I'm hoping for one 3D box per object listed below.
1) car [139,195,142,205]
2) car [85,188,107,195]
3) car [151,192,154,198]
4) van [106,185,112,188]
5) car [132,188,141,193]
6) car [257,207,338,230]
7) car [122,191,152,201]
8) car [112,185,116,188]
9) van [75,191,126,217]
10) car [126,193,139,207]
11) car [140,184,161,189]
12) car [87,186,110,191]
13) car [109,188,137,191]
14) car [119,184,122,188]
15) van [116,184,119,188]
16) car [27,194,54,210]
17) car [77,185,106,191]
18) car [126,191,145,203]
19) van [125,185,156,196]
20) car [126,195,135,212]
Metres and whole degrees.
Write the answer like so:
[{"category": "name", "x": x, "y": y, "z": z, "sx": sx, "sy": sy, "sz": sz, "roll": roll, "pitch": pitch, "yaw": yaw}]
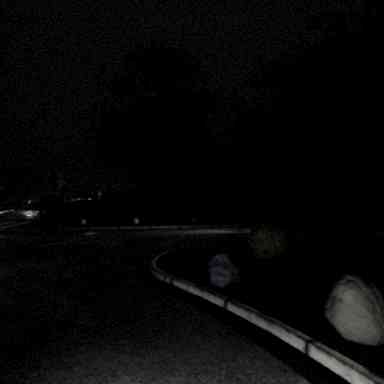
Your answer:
[{"category": "car", "x": -8.548, "y": 1.169, "z": 38.020, "sx": 4.792, "sy": 1.488, "sz": 2.163, "roll": 0, "pitch": 2, "yaw": -1}, {"category": "car", "x": -22.585, "y": -0.135, "z": 78.506, "sx": 4.674, "sy": 1.452, "sz": 2.002, "roll": 0, "pitch": 2, "yaw": -1}, {"category": "car", "x": -8.900, "y": 0.671, "z": 51.883, "sx": 5.008, "sy": 1.535, "sz": 2.097, "roll": 0, "pitch": 2, "yaw": -1}, {"category": "van", "x": -22.536, "y": -0.495, "z": 81.301, "sx": 4.442, "sy": 1.987, "sz": 1.878, "roll": 0, "pitch": 2, "yaw": -1}, {"category": "car", "x": -14.837, "y": -0.445, "z": 89.242, "sx": 1.895, "sy": 1.301, "sz": 4.718, "roll": 0, "pitch": 2, "yaw": -1}, {"category": "car", "x": 6.252, "y": 1.523, "z": 19.376, "sx": 4.718, "sy": 1.301, "sz": 1.895, "roll": -1, "pitch": -1, "yaw": -2}, {"category": "car", "x": -8.962, "y": 0.619, "z": 54.659, "sx": 4.674, "sy": 1.452, "sz": 2.002, "roll": 0, "pitch": 2, "yaw": -1}, {"category": "car", "x": -22.722, "y": -0.362, "z": 84.107, "sx": 5.008, "sy": 1.535, "sz": 2.097, "roll": 0, "pitch": 2, "yaw": -1}, {"category": "van", "x": -8.505, "y": 1.198, "z": 29.689, "sx": 4.442, "sy": 1.987, "sz": 1.878, "roll": 0, "pitch": 2, "yaw": -1}, {"category": "car", "x": -8.700, "y": 1.231, "z": 35.242, "sx": 5.366, "sy": 1.575, "sz": 1.946, "roll": 0, "pitch": 2, "yaw": -1}, {"category": "car", "x": -9.624, "y": -0.596, "z": 82.381, "sx": 5.566, "sy": 2.045, "sz": 2.435, "roll": 0, "pitch": 2, "yaw": -1}, {"category": "car", "x": -17.480, "y": 0.219, "z": 62.326, "sx": 2.097, "sy": 1.767, "sz": 4.553, "roll": 0, "pitch": 2, "yaw": -1}, {"category": "car", "x": -8.737, "y": 0.732, "z": 46.333, "sx": 4.553, "sy": 1.767, "sz": 2.185, "roll": 0, "pitch": 2, "yaw": -1}, {"category": "car", "x": -22.880, "y": -0.624, "z": 92.513, "sx": 4.792, "sy": 1.488, "sz": 2.163, "roll": 0, "pitch": 2, "yaw": -1}, {"category": "van", "x": -22.729, "y": -0.781, "z": 89.706, "sx": 4.442, "sy": 1.987, "sz": 1.878, "roll": 0, "pitch": 2, "yaw": -1}, {"category": "car", "x": -17.014, "y": 1.030, "z": 38.229, "sx": 2.097, "sy": 1.767, "sz": 4.553, "roll": 0, "pitch": 2, "yaw": -1}, {"category": "car", "x": -22.489, "y": -0.240, "z": 72.893, "sx": 5.566, "sy": 2.045, "sz": 2.435, "roll": 0, "pitch": 2, "yaw": -1}, {"category": "car", "x": -8.647, "y": 1.047, "z": 40.790, "sx": 4.892, "sy": 1.521, "sz": 2.231, "roll": 0, "pitch": 2, "yaw": -1}, {"category": "van", "x": -8.906, "y": 0.260, "z": 57.426, "sx": 4.442, "sy": 1.987, "sz": 1.878, "roll": 0, "pitch": 2, "yaw": -1}, {"category": "car", "x": -8.421, "y": 1.358, "z": 32.473, "sx": 4.792, "sy": 1.488, "sz": 2.163, "roll": 0, "pitch": 2, "yaw": -1}]
